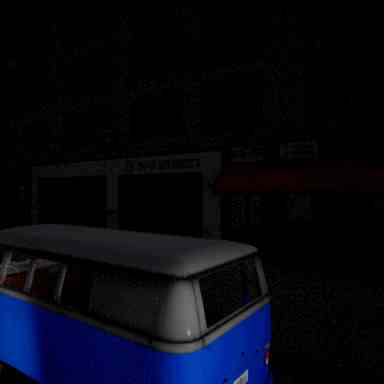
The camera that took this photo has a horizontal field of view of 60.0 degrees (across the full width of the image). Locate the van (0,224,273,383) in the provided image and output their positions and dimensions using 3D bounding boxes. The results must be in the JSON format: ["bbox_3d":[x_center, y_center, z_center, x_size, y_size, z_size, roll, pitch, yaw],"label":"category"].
[{"bbox_3d":[-1.094,1.341,3.861,3.998,1.788,1.690,0,0,36],"label":"van"}]
